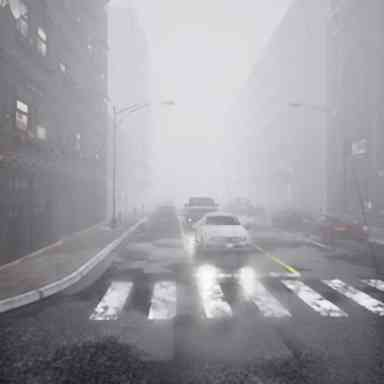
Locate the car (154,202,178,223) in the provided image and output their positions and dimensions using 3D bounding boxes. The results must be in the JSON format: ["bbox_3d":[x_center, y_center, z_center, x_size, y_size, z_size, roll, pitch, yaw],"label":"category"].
[{"bbox_3d":[-2.105,1.716,26.772,1.947,1.339,4.313,0,0,-3],"label":"car"}]

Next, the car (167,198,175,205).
[{"bbox_3d":[-4.401,1.944,70.729,1.752,1.417,4.829,0,0,-3],"label":"car"}]

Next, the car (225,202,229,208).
[{"bbox_3d":[5.401,1.847,43.744,1.947,1.339,4.313,0,0,-3],"label":"car"}]

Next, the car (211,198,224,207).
[{"bbox_3d":[4.528,1.909,60.461,1.752,1.417,4.829,0,0,-3],"label":"car"}]

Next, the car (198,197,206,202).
[{"bbox_3d":[2.809,2.144,93.385,2.008,1.369,4.403,0,0,-3],"label":"car"}]

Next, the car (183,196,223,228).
[{"bbox_3d":[0.644,1.363,23.834,2.150,2.045,5.566,0,0,-3],"label":"car"}]

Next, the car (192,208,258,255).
[{"bbox_3d":[1.173,1.611,13.958,1.812,1.442,4.674,0,0,-4],"label":"car"}]

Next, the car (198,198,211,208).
[{"bbox_3d":[2.095,1.860,57.420,1.837,1.490,4.892,0,0,-3],"label":"car"}]

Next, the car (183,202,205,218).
[{"bbox_3d":[0.138,1.765,33.858,1.994,1.385,4.181,0,0,-3],"label":"car"}]

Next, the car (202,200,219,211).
[{"bbox_3d":[2.613,1.896,47.613,1.895,1.301,4.718,0,0,-3],"label":"car"}]

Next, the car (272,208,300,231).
[{"bbox_3d":[6.553,1.716,21.680,1.947,1.339,4.313,0,0,-3],"label":"car"}]

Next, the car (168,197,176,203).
[{"bbox_3d":[-5.273,2.092,87.445,1.947,1.339,4.313,0,0,-3],"label":"car"}]

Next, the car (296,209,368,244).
[{"bbox_3d":[6.841,1.700,16.164,1.802,1.307,4.206,0,0,-3],"label":"car"}]

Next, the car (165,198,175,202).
[{"bbox_3d":[-2.969,1.794,43.319,1.887,1.381,4.507,0,0,-3],"label":"car"}]

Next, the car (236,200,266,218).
[{"bbox_3d":[5.977,1.760,32.712,1.887,1.381,4.507,0,0,-3],"label":"car"}]

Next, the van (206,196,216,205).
[{"bbox_3d":[3.960,1.793,71.324,1.690,1.788,3.998,0,0,-3],"label":"van"}]

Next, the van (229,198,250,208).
[{"bbox_3d":[5.688,1.589,38.229,1.690,1.788,3.998,0,0,-3],"label":"van"}]
